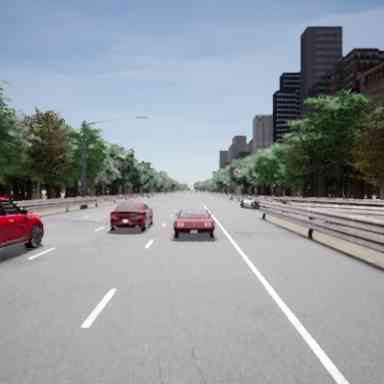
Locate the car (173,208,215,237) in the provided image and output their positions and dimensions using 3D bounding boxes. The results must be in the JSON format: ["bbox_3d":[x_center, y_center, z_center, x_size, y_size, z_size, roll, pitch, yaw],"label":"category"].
[{"bbox_3d":[0.097,1.459,16.977,1.895,1.301,4.718,0,0,0],"label":"car"}]

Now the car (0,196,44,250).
[{"bbox_3d":[-6.901,1.130,10.734,2.150,2.045,5.566,0,0,0],"label":"car"}]

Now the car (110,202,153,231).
[{"bbox_3d":[-3.404,1.315,19.462,1.882,1.535,5.008,0,0,0],"label":"car"}]

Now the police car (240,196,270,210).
[{"bbox_3d":[7.300,1.236,39.312,2.038,1.542,4.974,0,0,-17],"label":"police car"}]
